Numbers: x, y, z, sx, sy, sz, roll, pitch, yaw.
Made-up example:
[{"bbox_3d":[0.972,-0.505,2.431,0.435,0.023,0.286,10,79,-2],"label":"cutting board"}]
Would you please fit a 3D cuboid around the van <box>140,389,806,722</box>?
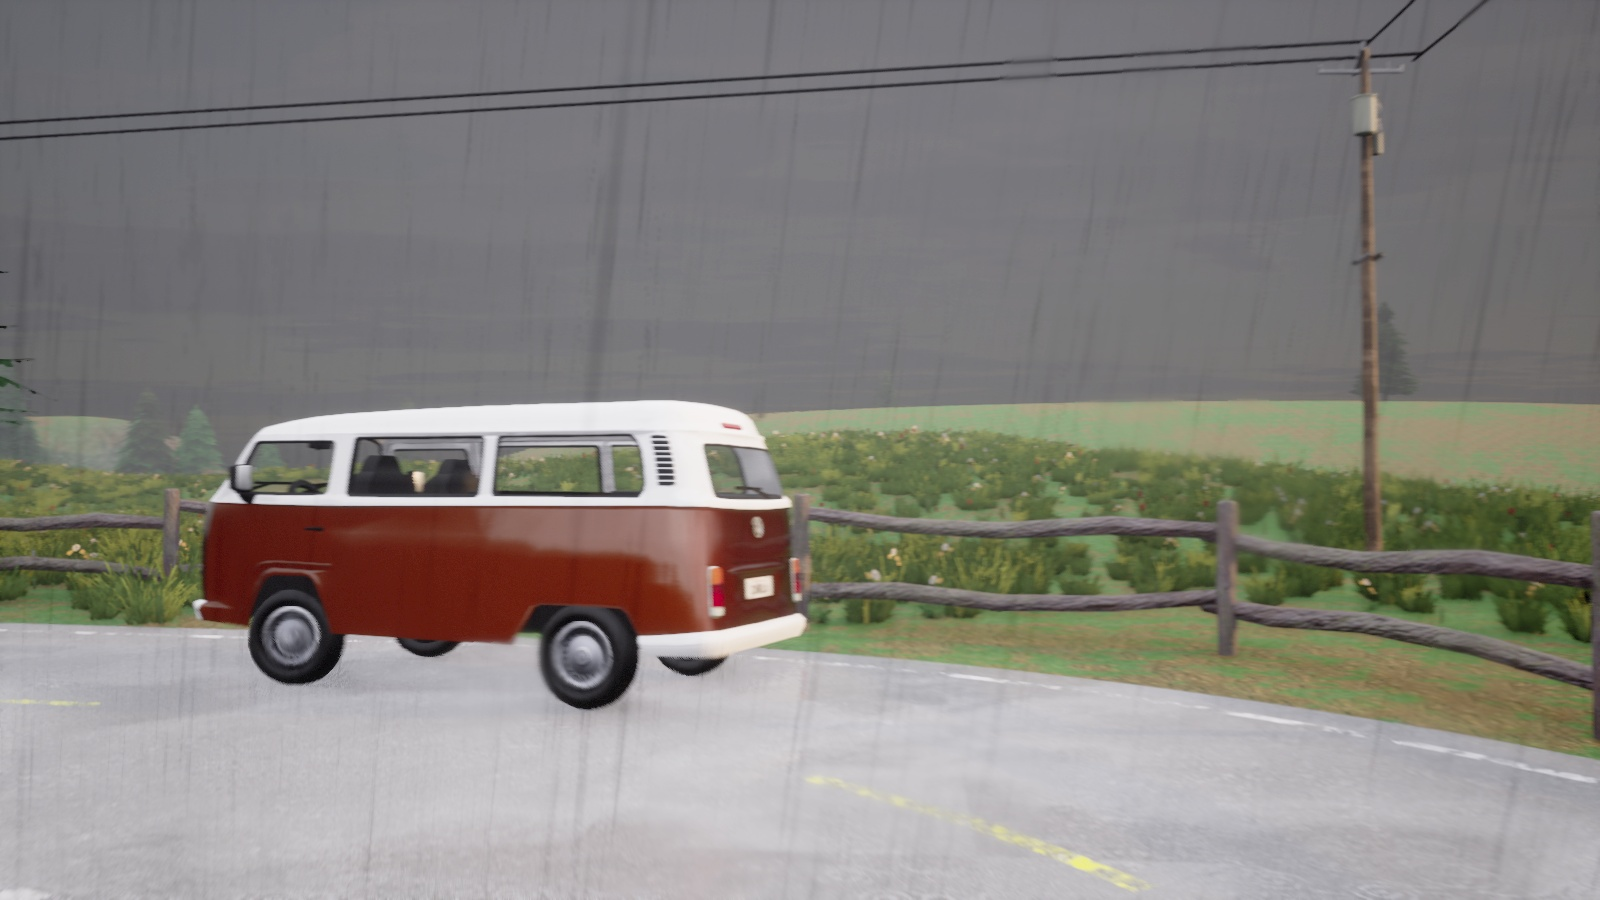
[{"bbox_3d":[-2.417,0.709,9.480,4.480,2.038,2.069,-1,-2,21],"label":"van"}]
